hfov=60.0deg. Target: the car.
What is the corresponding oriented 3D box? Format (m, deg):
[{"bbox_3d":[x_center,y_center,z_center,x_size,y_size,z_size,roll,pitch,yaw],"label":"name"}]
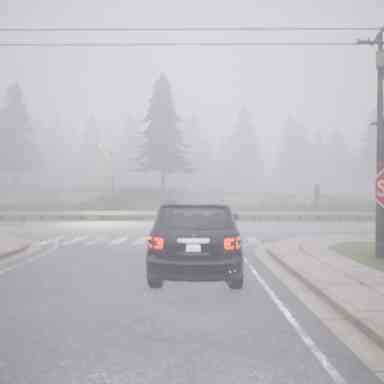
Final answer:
[{"bbox_3d":[0.150,1.193,9.237,2.150,2.045,5.566,0,0,3],"label":"car"}]
